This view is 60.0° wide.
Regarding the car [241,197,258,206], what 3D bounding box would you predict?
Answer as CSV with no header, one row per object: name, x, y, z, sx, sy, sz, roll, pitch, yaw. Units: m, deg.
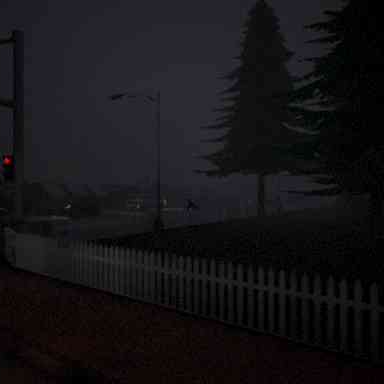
car,8.737,1.529,48.832,1.812,1.442,4.674,0,0,33

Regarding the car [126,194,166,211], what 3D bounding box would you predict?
car,-5.489,1.225,40.571,2.150,2.045,5.566,0,0,34

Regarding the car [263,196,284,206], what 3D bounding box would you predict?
car,13.843,1.481,56.346,1.882,1.535,5.008,0,0,34

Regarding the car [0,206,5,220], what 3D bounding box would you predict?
car,-16.447,1.355,24.379,2.097,1.767,4.553,0,0,34

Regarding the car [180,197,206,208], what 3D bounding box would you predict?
car,0.227,1.495,48.974,2.128,1.511,4.902,0,0,34

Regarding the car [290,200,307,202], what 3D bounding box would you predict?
car,17.275,1.225,55.162,2.150,2.045,5.566,0,0,34

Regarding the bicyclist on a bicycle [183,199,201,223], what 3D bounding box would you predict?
bicyclist on a bicycle,-0.086,1.304,22.715,1.656,1.620,0.582,0,0,34

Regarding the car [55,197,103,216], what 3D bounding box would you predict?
car,-10.965,1.355,32.483,2.097,1.767,4.553,0,0,34

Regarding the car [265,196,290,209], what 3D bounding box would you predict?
car,11.694,1.481,46.902,1.882,1.535,5.008,0,0,34
